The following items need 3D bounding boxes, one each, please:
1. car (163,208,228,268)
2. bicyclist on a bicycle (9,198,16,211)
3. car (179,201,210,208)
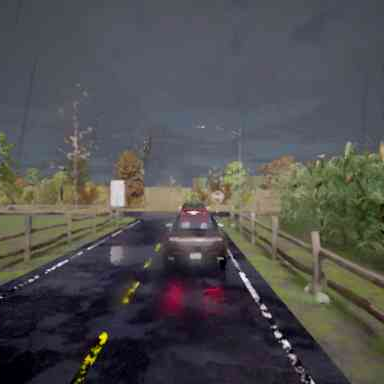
[{"bbox_3d":[0.100,1.507,11.290,2.128,1.511,4.902,0,0,0],"label":"car"},{"bbox_3d":[-22.415,1.547,41.488,0.582,1.620,1.656,0,0,1],"label":"bicyclist on a bicycle"},{"bbox_3d":[0.158,1.384,22.463,2.097,1.767,4.553,0,0,2],"label":"car"}]
